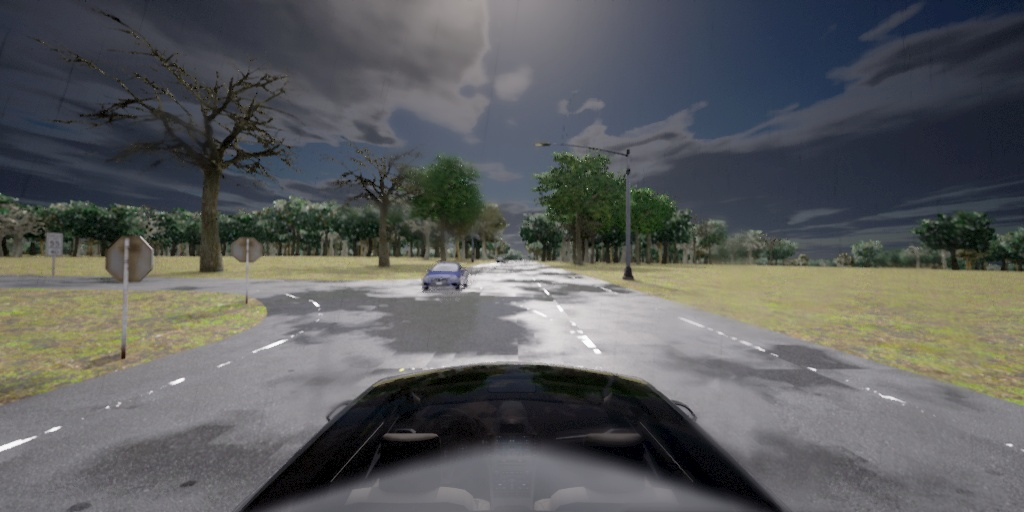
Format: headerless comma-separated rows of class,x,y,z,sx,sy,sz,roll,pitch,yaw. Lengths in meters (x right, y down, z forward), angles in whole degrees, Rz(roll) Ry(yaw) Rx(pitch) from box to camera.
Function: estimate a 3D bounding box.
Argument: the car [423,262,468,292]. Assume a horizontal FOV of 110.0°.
car,-3.487,1.066,19.490,1.812,1.442,4.674,1,0,0
